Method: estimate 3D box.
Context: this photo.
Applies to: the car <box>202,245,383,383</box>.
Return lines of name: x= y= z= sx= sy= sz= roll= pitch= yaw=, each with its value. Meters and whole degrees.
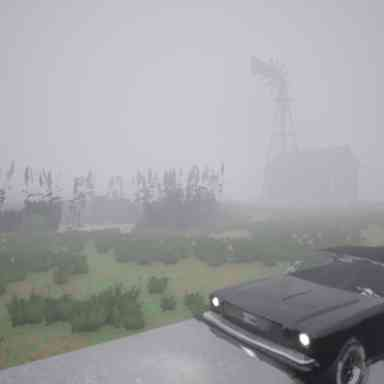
car: x=2.492 y=1.610 z=5.262 sx=4.718 sy=1.301 sz=1.895 roll=0 pitch=0 yaw=-35
